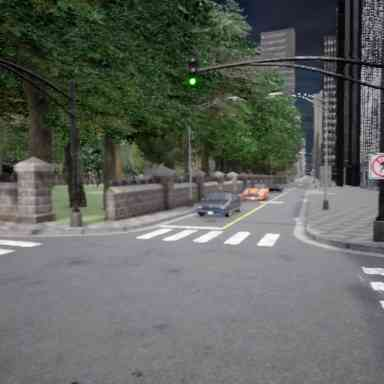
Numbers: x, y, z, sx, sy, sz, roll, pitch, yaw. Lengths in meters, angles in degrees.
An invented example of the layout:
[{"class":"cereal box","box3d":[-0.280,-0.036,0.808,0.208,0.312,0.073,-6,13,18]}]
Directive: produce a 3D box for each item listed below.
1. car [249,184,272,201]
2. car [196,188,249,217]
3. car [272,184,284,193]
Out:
[{"class":"car","box3d":[6.643,-0.062,34.089,2.097,1.767,4.553,0,2,20]},{"class":"car","box3d":[1.922,0.673,20.940,2.033,1.411,5.357,0,2,20]},{"class":"car","box3d":[13.294,-0.555,52.415,1.895,1.301,4.718,0,2,20]}]
